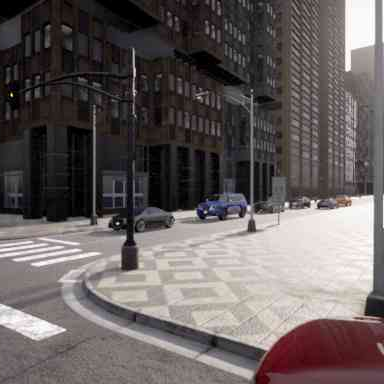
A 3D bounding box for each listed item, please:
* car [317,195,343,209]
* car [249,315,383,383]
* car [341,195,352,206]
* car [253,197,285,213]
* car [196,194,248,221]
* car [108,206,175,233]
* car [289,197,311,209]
[{"bbox_3d":[17.767,1.462,43.379,1.994,1.385,4.181,0,0,36],"label":"car"},{"bbox_3d":[2.551,1.315,1.141,5.009,1.841,2.192,0,0,35],"label":"car"},{"bbox_3d":[22.947,1.228,50.805,2.097,1.767,4.553,0,0,35],"label":"car"},{"bbox_3d":[8.244,1.273,35.361,2.097,1.767,4.553,0,0,35],"label":"car"},{"bbox_3d":[2.608,1.164,27.405,2.150,2.045,5.566,0,0,35],"label":"car"},{"bbox_3d":[-2.877,1.527,19.639,1.994,1.385,4.181,0,0,35],"label":"car"},{"bbox_3d":[14.227,1.388,43.767,2.128,1.511,4.902,0,0,35],"label":"car"}]
